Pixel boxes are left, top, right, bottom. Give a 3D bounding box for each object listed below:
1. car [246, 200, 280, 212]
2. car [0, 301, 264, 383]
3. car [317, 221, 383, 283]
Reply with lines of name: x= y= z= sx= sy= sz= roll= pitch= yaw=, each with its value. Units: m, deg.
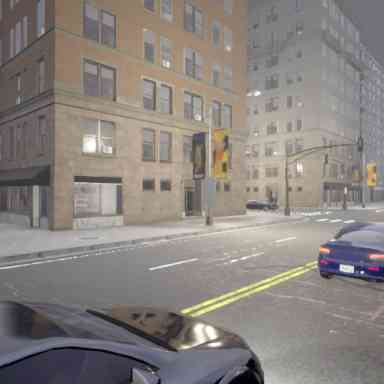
car: x=7.738 y=1.591 z=38.794 sx=4.718 sy=1.301 sz=1.895 roll=0 pitch=0 yaw=43
car: x=-1.201 y=1.564 z=2.394 sx=1.994 sy=1.385 sz=4.181 roll=0 pitch=0 yaw=43
car: x=4.990 y=1.528 z=9.028 sx=1.812 sy=1.442 sz=4.674 roll=0 pitch=0 yaw=43
